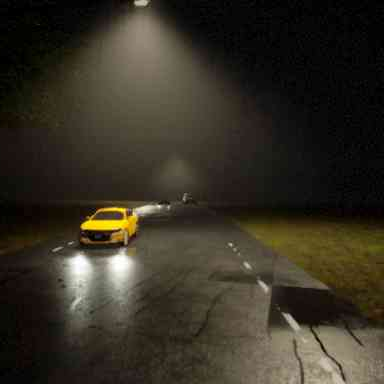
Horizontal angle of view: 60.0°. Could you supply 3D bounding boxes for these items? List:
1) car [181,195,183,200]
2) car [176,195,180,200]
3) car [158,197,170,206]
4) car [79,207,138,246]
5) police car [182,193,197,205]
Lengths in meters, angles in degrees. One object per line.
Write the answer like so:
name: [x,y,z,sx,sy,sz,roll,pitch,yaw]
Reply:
car: [-0.702,1.328,68.821,2.150,2.045,5.566,0,0,-3]
car: [-3.180,1.673,93.492,1.994,1.385,4.181,0,0,-4]
car: [-4.807,1.552,57.999,1.882,1.535,5.008,0,0,-2]
car: [-3.713,1.491,15.541,1.882,1.535,5.008,0,0,-1]
police car: [-0.245,1.501,58.885,1.930,1.638,5.238,0,0,-2]
